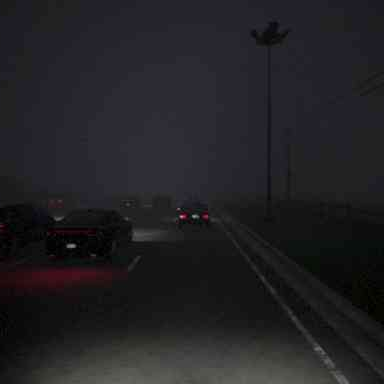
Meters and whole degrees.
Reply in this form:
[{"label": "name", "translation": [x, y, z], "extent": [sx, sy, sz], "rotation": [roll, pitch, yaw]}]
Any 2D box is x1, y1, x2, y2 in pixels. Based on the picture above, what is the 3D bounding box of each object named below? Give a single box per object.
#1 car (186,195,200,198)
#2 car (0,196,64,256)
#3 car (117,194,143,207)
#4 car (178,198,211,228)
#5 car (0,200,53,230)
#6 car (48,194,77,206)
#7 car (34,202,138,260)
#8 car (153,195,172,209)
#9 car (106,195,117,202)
[{"label": "car", "translation": [0.164, 1.044, 43.921], "extent": [1.994, 1.385, 4.181], "rotation": [0, 1, 0]}, {"label": "car", "translation": [-6.882, 1.203, 12.574], "extent": [2.097, 1.767, 4.553], "rotation": [0, 1, 0]}, {"label": "car", "translation": [-6.845, 1.052, 38.069], "extent": [1.837, 1.490, 4.892], "rotation": [0, 0, 0]}, {"label": "car", "translation": [0.129, 1.310, 19.967], "extent": [2.033, 1.411, 5.357], "rotation": [0, 1, 0]}, {"label": "car", "translation": [-10.380, 1.284, 20.278], "extent": [1.812, 1.442, 4.674], "rotation": [0, 1, 0]}, {"label": "car", "translation": [-13.849, 0.937, 35.099], "extent": [2.097, 1.767, 4.553], "rotation": [0, 1, 0]}, {"label": "car", "translation": [-3.383, 1.337, 11.795], "extent": [1.882, 1.535, 5.008], "rotation": [0, 1, 0]}, {"label": "car", "translation": [-3.344, 1.028, 37.966], "extent": [1.882, 1.535, 5.008], "rotation": [0, 0, 0]}, {"label": "car", "translation": [-10.334, 1.026, 45.423], "extent": [1.994, 1.385, 4.181], "rotation": [0, 1, 0]}]
